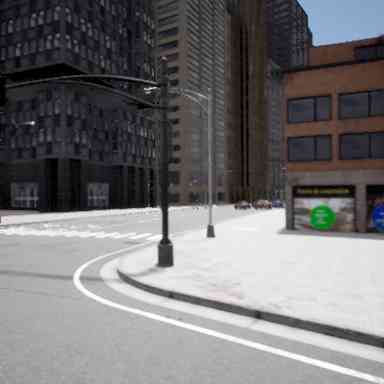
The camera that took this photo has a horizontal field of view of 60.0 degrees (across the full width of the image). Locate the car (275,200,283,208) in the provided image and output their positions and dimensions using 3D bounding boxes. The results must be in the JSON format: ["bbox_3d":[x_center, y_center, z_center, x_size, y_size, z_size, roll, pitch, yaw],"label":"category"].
[{"bbox_3d":[16.448,2.337,64.977,1.882,1.535,5.008,-1,-1,28],"label":"car"}]

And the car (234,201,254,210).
[{"bbox_3d":[8.545,2.264,56.492,1.812,1.442,4.674,-1,-1,26],"label":"car"}]

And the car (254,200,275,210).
[{"bbox_3d":[12.071,2.079,56.298,2.097,1.767,4.553,-1,-1,26],"label":"car"}]

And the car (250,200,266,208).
[{"bbox_3d":[13.021,2.400,65.466,1.812,1.442,4.674,-1,-1,28],"label":"car"}]
